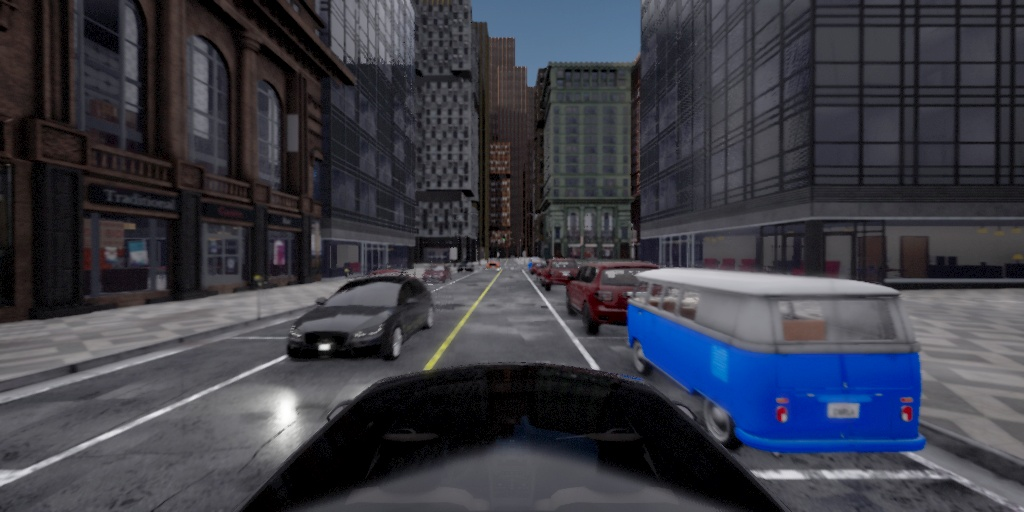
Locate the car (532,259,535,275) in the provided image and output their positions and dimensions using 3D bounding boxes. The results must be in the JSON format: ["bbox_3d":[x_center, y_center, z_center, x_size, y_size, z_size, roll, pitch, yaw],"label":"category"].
[{"bbox_3d":[2.864,1.196,27.530,1.967,1.591,4.097,0,0,0],"label":"car"}]

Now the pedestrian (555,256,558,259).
[{"bbox_3d":[7.151,0.853,57.914,0.375,1.860,0.375,0,0,0],"label":"pedestrian"}]

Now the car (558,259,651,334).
[{"bbox_3d":[2.859,1.069,10.583,2.192,1.841,5.009,0,0,0],"label":"car"}]

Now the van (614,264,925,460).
[{"bbox_3d":[2.857,1.092,4.934,1.690,1.789,3.998,0,0,0],"label":"van"}]

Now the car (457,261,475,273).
[{"bbox_3d":[-5.656,1.313,44.478,1.948,1.339,4.313,0,0,0],"label":"car"}]

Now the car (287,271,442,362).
[{"bbox_3d":[-3.098,1.259,8.367,1.837,1.490,4.892,0,0,0],"label":"car"}]

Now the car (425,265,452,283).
[{"bbox_3d":[-5.661,1.339,27.530,1.802,1.307,4.207,0,0,0],"label":"car"}]

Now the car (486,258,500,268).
[{"bbox_3d":[-2.984,1.082,58.116,2.097,1.767,4.553,0,0,0],"label":"car"}]

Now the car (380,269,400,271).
[{"bbox_3d":[-5.665,1.303,16.232,1.888,1.381,4.507,0,0,0],"label":"car"}]

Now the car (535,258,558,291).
[{"bbox_3d":[2.862,1.072,21.880,2.192,1.841,5.009,0,0,0],"label":"car"}]

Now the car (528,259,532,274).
[{"bbox_3d":[2.867,1.333,38.828,1.802,1.307,4.207,0,0,0],"label":"car"}]

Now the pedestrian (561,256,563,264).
[{"bbox_3d":[8.151,0.815,58.514,0.375,1.860,0.375,0,0,0],"label":"pedestrian"}]
